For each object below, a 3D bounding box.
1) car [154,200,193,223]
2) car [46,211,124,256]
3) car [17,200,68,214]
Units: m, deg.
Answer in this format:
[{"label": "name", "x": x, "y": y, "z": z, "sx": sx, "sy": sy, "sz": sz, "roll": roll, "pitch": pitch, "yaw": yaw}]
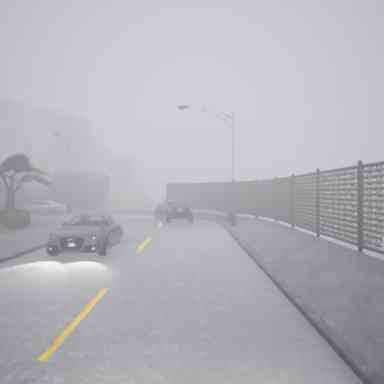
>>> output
[{"label": "car", "x": -1.534, "y": 1.366, "z": 26.049, "sx": 2.097, "sy": 1.767, "sz": 4.553, "roll": 0, "pitch": 0, "yaw": -19}, {"label": "car", "x": -4.002, "y": 1.570, "z": 13.050, "sx": 1.994, "sy": 1.385, "sz": 4.181, "roll": 0, "pitch": 0, "yaw": 0}, {"label": "car", "x": -14.681, "y": 1.540, "z": 32.702, "sx": 4.674, "sy": 1.442, "sz": 1.812, "roll": 0, "pitch": 0, "yaw": 1}]
